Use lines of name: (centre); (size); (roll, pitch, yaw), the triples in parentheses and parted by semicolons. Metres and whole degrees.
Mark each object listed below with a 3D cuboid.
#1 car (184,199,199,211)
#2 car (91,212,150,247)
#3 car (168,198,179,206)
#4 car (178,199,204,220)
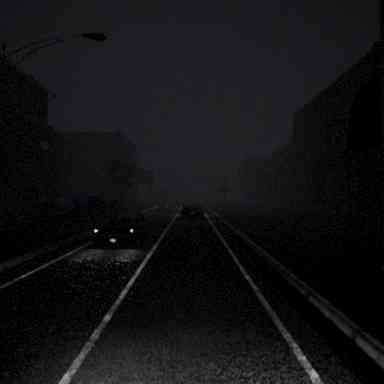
car: (-0.029, 1.699, 43.700); (1.812, 1.442, 4.674); (0, 0, 0)
car: (-3.139, 1.637, 15.457); (1.895, 1.301, 4.718); (0, 0, 0)
car: (-3.186, 1.749, 58.265); (1.812, 1.442, 4.674); (0, 0, 0)
car: (0.029, 1.582, 29.559); (1.882, 1.535, 5.008); (0, -1, 0)
